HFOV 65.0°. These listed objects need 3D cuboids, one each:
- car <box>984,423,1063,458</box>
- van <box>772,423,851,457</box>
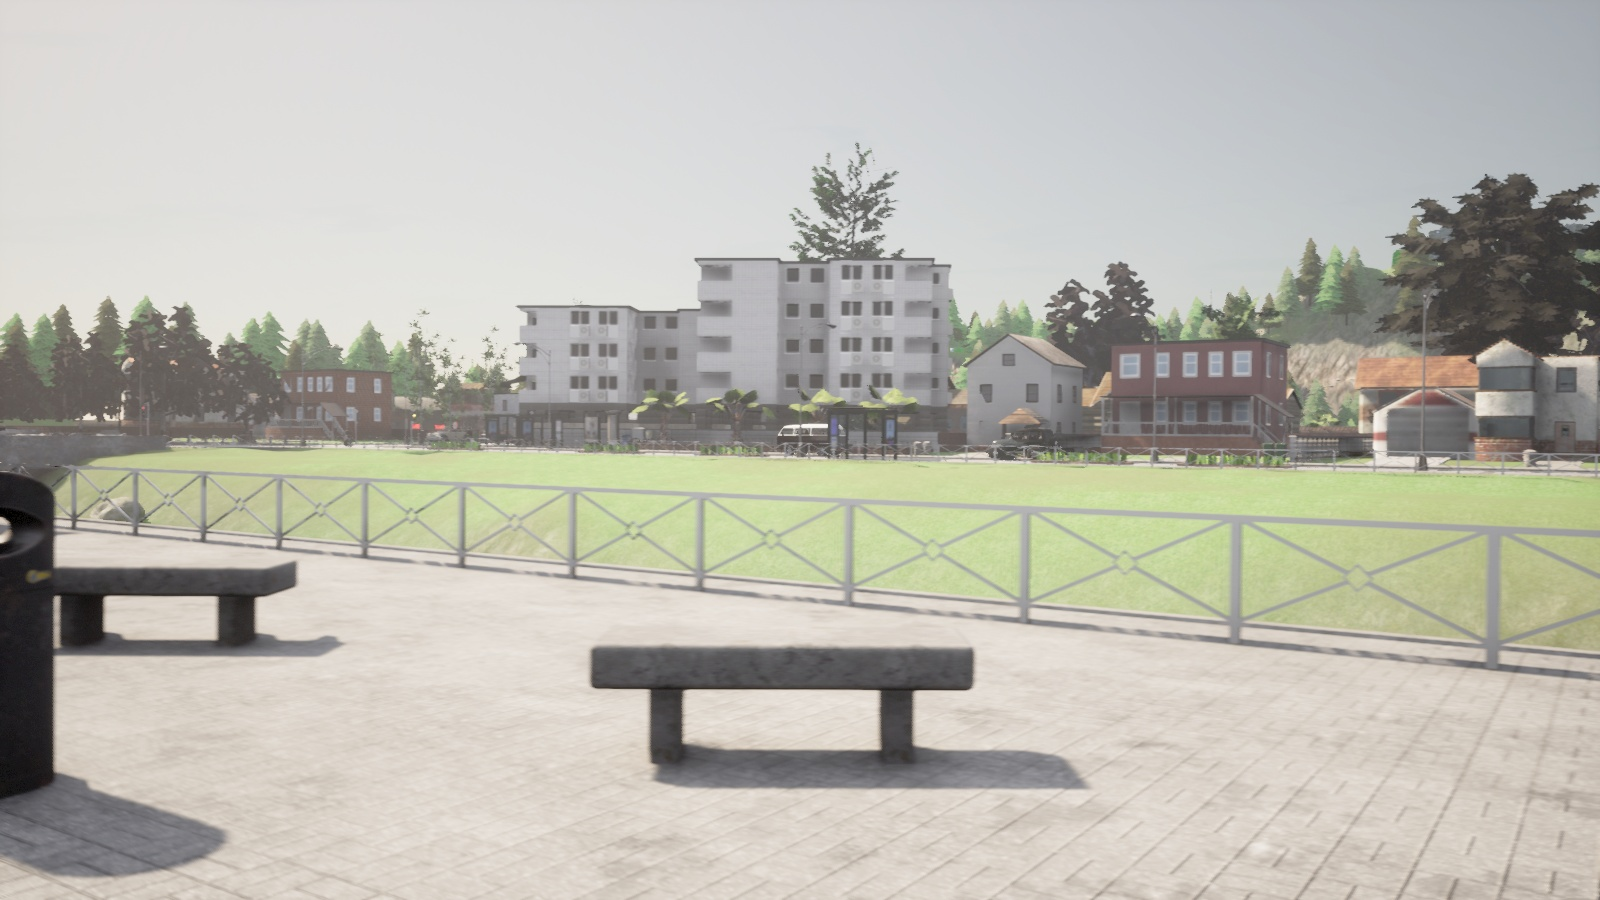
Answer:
[{"bbox_3d":[12.444,-0.541,70.021,3.866,1.878,1.905,0,1,34],"label":"car"},{"bbox_3d":[0.684,-0.614,77.836,4.480,2.038,2.069,0,1,34],"label":"van"}]
